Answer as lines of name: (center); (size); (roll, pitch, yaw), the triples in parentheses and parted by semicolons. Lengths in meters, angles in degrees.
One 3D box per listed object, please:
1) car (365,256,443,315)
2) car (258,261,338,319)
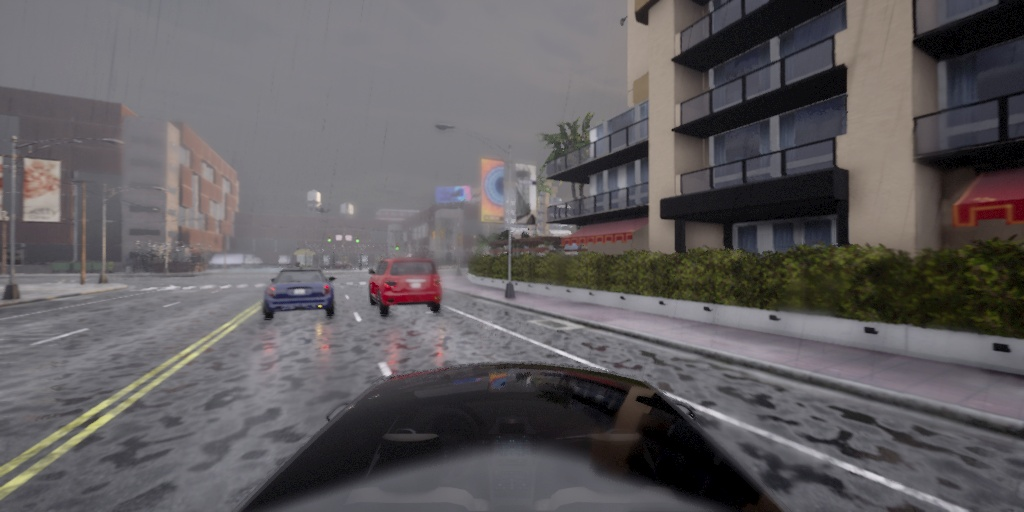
car: (-4.457, 1.100, 14.551); (2.150, 2.045, 5.566); (0, 0, -27)
car: (-7.965, 1.216, 13.739); (2.097, 1.767, 4.553); (0, -1, -27)
